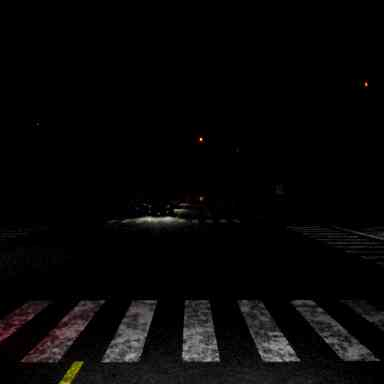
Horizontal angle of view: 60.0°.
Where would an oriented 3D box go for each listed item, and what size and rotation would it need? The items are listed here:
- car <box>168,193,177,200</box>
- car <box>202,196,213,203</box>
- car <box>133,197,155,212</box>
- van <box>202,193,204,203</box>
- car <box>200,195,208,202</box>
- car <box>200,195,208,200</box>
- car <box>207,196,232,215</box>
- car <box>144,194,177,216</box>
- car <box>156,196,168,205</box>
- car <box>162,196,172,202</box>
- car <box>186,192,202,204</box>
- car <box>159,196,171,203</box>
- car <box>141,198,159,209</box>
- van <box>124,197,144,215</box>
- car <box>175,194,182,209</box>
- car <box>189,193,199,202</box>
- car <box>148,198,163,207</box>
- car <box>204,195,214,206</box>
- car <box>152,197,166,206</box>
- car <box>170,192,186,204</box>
[{"bbox_3d":[-5.296,1.305,90.151,2.192,1.841,5.009,0,0,0],"label":"car"},{"bbox_3d":[3.087,1.550,67.433,2.008,1.369,4.403,0,0,0],"label":"car"},{"bbox_3d":[-5.618,1.442,39.137,1.967,1.590,4.097,0,0,0],"label":"car"},{"bbox_3d":[3.015,1.343,56.094,1.690,1.788,3.998,0,0,0],"label":"van"},{"bbox_3d":[2.846,1.452,79.604,1.801,1.575,5.366,0,0,0],"label":"car"},{"bbox_3d":[3.230,1.556,90.110,1.947,1.339,4.313,0,0,0],"label":"car"},{"bbox_3d":[2.872,1.441,33.418,1.967,1.590,4.097,0,0,0],"label":"car"},{"bbox_3d":[-2.943,1.353,32.168,2.097,1.767,4.553,0,0,2],"label":"car"},{"bbox_3d":[-5.476,1.526,61.640,1.752,1.417,4.829,0,0,0],"label":"car"},{"bbox_3d":[-5.403,1.542,73.146,1.887,1.381,4.507,0,0,0],"label":"car"},{"bbox_3d":[0.395,1.222,63.440,2.150,2.045,5.566,0,0,0],"label":"car"},{"bbox_3d":[-5.439,1.565,67.478,1.947,1.339,4.313,0,0,0],"label":"car"},{"bbox_3d":[-5.582,1.568,44.806,1.947,1.339,4.313,0,0,0],"label":"car"},{"bbox_3d":[-5.653,1.342,33.469,1.690,1.788,3.998,0,0,0],"label":"van"},{"bbox_3d":[-2.817,1.480,45.598,1.882,1.535,5.008,0,0,0],"label":"car"},{"bbox_3d":[0.459,1.185,73.800,2.097,1.767,4.553,0,0,0],"label":"car"},{"bbox_3d":[-5.546,1.584,50.474,1.802,1.307,4.206,0,0,0],"label":"car"},{"bbox_3d":[2.944,1.442,44.756,1.967,1.590,4.097,0,0,0],"label":"car"},{"bbox_3d":[-5.511,1.567,56.142,1.947,1.339,4.313,0,0,0],"label":"car"},{"bbox_3d":[-2.616,1.225,65.452,2.150,2.045,5.566,0,0,1],"label":"car"}]
